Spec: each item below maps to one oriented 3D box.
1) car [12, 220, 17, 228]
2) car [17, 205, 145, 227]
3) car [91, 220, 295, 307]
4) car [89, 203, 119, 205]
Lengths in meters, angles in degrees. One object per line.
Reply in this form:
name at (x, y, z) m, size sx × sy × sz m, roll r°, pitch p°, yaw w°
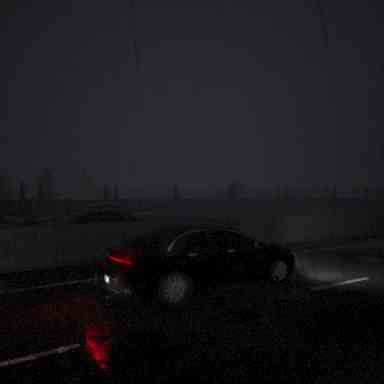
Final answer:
car at (-6.217, 1.547, 16.444) m, size 4.718 × 1.301 × 1.895 m, roll 0°, pitch 0°, yaw -32°
car at (-4.201, 1.464, 13.541) m, size 4.892 × 1.490 × 1.837 m, roll 0°, pitch 0°, yaw -32°
car at (0.353, 1.491, 7.928) m, size 4.892 × 1.490 × 1.837 m, roll 0°, pitch 0°, yaw -32°
car at (-5.911, 1.445, 20.705) m, size 4.892 × 1.490 × 1.837 m, roll 0°, pitch 0°, yaw -30°
